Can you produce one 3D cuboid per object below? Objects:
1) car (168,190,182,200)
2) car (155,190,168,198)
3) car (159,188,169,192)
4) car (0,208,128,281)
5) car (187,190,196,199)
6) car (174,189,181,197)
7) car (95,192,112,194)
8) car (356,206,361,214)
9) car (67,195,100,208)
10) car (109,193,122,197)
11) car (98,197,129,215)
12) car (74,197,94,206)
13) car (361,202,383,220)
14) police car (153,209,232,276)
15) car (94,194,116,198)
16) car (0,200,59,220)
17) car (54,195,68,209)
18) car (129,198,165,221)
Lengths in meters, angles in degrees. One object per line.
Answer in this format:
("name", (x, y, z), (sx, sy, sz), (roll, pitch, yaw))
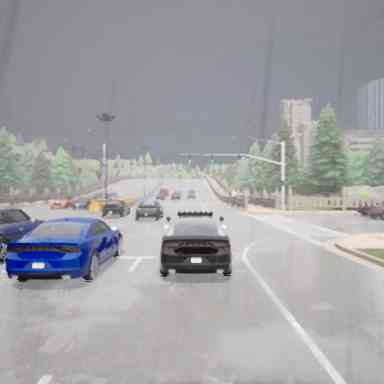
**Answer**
("car", (-3.605, 0.852, 74.573), (2.097, 1.767, 4.553), (0, 3, 0))
("car", (-7.107, 1.020, 74.997), (1.994, 1.385, 4.181), (0, 4, 0))
("car", (-7.160, -0.078, 84.606), (2.150, 2.045, 5.566), (0, 7, 0))
("car", (-3.401, 1.471, 9.835), (1.882, 1.535, 5.008), (0, 0, 0))
("car", (-0.122, 0.878, 77.780), (1.895, 1.301, 4.718), (0, 4, 0))
("car", (-3.660, 0.222, 84.630), (1.812, 1.442, 4.674), (0, 7, 0))
("car", (-17.543, 1.141, 63.275), (2.150, 2.045, 5.566), (0, 1, 0))
("car", (17.635, 1.580, 30.280), (4.718, 1.301, 1.895), (0, 0, 0))
("car", (-14.057, 1.462, 43.302), (2.128, 1.511, 4.902), (0, 0, -1))
("car", (-14.037, 1.413, 62.198), (1.882, 1.535, 5.008), (0, 1, 0))
("car", (-6.900, 1.484, 30.643), (1.837, 1.490, 4.892), (0, 0, 0))
("car", (-17.500, 1.527, 54.024), (1.994, 1.385, 4.181), (0, 0, 0))
("car", (16.626, 1.507, 26.774), (4.674, 1.442, 1.812), (0, 0, -1))
("police car", (0.100, 1.418, 10.489), (1.930, 1.638, 5.238), (0, 0, 0))
("car", (-14.019, 1.441, 52.762), (1.882, 1.535, 5.008), (0, 0, 1))
("car", (-6.901, 1.343, 12.040), (2.097, 1.767, 4.553), (0, 0, 0))
("car", (-17.569, 1.321, 45.488), (2.097, 1.767, 4.553), (0, 0, 0))
("car", (-3.400, 1.473, 27.167), (2.128, 1.511, 4.902), (0, 0, 0))
